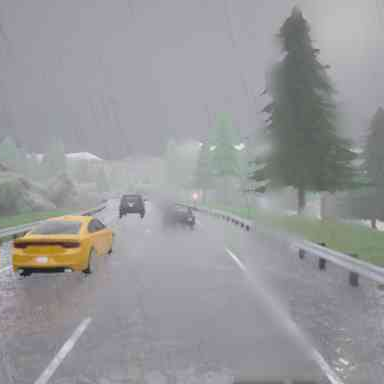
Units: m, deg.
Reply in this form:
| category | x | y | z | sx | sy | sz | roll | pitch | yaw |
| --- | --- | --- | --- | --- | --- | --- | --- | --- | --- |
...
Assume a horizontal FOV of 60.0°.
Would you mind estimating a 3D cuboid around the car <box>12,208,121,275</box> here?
| category | x | y | z | sx | sy | sz | roll | pitch | yaw |
| --- | --- | --- | --- | --- | --- | --- | --- | --- | --- |
| car | -3.723 | 1.484 | 10.508 | 1.882 | 1.535 | 5.008 | 0 | 0 | -3 |

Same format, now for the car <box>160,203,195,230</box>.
| category | x | y | z | sx | sy | sz | roll | pitch | yaw |
| --- | --- | --- | --- | --- | --- | --- | --- | --- | --- |
| car | -0.922 | 1.603 | 21.170 | 1.895 | 1.301 | 4.718 | 0 | 0 | -5 |

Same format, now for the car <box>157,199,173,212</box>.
| category | x | y | z | sx | sy | sz | roll | pitch | yaw |
| --- | --- | --- | --- | --- | --- | --- | --- | --- | --- |
| car | -3.180 | 1.555 | 39.416 | 2.033 | 1.411 | 5.357 | 0 | 0 | -9 |

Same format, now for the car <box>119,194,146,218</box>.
| category | x | y | z | sx | sy | sz | roll | pitch | yaw |
| --- | --- | --- | --- | --- | --- | --- | --- | --- | --- |
| car | -5.442 | 1.232 | 30.636 | 2.150 | 2.045 | 5.566 | 0 | 0 | -7 |
